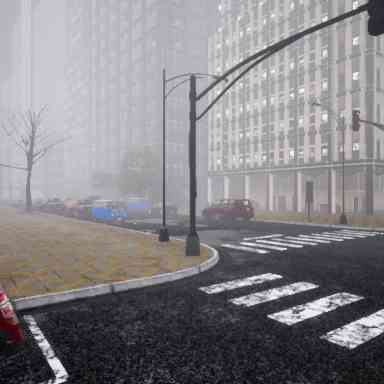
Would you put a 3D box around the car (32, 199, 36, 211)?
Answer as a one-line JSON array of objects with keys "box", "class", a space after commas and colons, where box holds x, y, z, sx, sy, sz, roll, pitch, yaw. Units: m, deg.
[{"box": [-20.138, 1.745, 44.796, 1.967, 1.590, 4.097, 0, 0, -36], "class": "car"}]

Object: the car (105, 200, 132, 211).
[{"box": [-10.006, 1.847, 45.177, 1.947, 1.339, 4.313, 0, 0, -36], "class": "car"}]

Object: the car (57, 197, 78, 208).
[{"box": [-20.749, 1.721, 55.225, 2.097, 1.767, 4.553, 0, 0, -36], "class": "car"}]

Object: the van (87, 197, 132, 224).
[{"box": [-6.615, 1.499, 26.451, 1.690, 1.788, 3.998, 0, 0, -36], "class": "van"}]

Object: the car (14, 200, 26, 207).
[{"box": [-30.279, 1.994, 58.554, 1.802, 1.307, 4.206, 0, 0, -36], "class": "car"}]

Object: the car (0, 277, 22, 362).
[{"box": [-4.209, 1.440, 3.554, 4.097, 1.590, 1.967, 0, 0, -36], "class": "car"}]

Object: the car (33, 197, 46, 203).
[{"box": [-39.054, 2.063, 85.110, 1.882, 1.535, 5.008, 0, 0, -36], "class": "car"}]

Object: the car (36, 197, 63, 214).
[{"box": [-16.758, 1.584, 40.209, 2.192, 1.841, 5.009, 0, 0, -36], "class": "car"}]

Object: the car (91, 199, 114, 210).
[{"box": [-13.489, 1.844, 49.900, 1.752, 1.417, 4.829, 0, 0, -36], "class": "car"}]

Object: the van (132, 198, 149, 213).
[{"box": [-6.627, 1.586, 40.591, 1.690, 1.788, 3.998, 0, 0, -36], "class": "van"}]

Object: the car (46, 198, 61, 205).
[{"box": [-30.292, 2.061, 72.695, 1.947, 1.339, 4.313, 0, 0, -36], "class": "car"}]

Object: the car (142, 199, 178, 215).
[{"box": [-3.245, 1.758, 36.004, 2.008, 1.369, 4.403, 0, 0, -36], "class": "car"}]

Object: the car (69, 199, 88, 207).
[{"box": [-20.149, 1.940, 58.935, 2.008, 1.369, 4.403, 0, 0, -36], "class": "car"}]

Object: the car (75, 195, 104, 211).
[{"box": [-14.442, 1.524, 46.740, 2.150, 2.045, 5.566, 0, 0, -36], "class": "car"}]

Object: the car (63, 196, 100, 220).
[{"box": [-9.996, 1.510, 31.037, 2.192, 1.841, 5.009, 0, 0, -36], "class": "car"}]

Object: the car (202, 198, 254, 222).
[{"box": [2.931, 1.454, 27.625, 2.192, 1.841, 5.009, 0, 0, -36], "class": "car"}]
